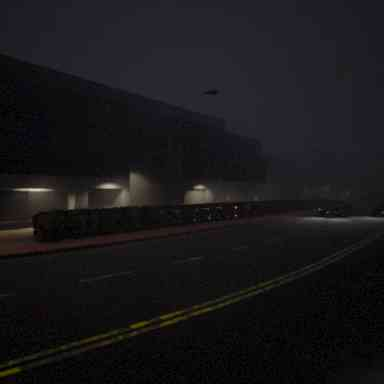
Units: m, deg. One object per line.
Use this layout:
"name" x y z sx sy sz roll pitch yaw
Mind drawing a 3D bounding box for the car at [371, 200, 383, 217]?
"car" 16.957 1.383 28.869 1.812 1.442 4.674 0 0 40

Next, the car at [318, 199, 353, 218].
"car" 12.660 1.397 29.166 1.837 1.490 4.892 0 0 40
